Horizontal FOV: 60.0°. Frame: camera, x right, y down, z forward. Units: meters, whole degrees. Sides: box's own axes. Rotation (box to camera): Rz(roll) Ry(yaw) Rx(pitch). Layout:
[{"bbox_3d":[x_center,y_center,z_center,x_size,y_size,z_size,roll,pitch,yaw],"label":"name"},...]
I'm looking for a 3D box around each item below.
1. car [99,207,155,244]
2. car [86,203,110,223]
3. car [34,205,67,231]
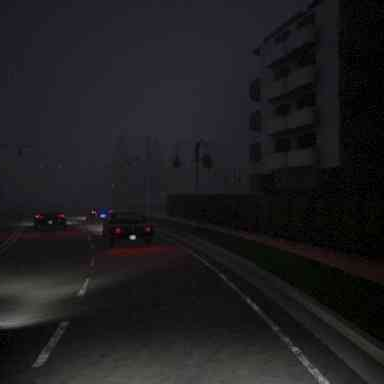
[{"bbox_3d":[-3.226,1.632,16.110,1.895,1.301,4.718,0,0,-19],"label":"car"},{"bbox_3d":[-7.255,1.586,26.218,1.812,1.442,4.674,0,0,-21],"label":"car"},{"bbox_3d":[-9.078,1.592,21.397,1.812,1.442,4.674,0,-1,-22],"label":"car"}]
